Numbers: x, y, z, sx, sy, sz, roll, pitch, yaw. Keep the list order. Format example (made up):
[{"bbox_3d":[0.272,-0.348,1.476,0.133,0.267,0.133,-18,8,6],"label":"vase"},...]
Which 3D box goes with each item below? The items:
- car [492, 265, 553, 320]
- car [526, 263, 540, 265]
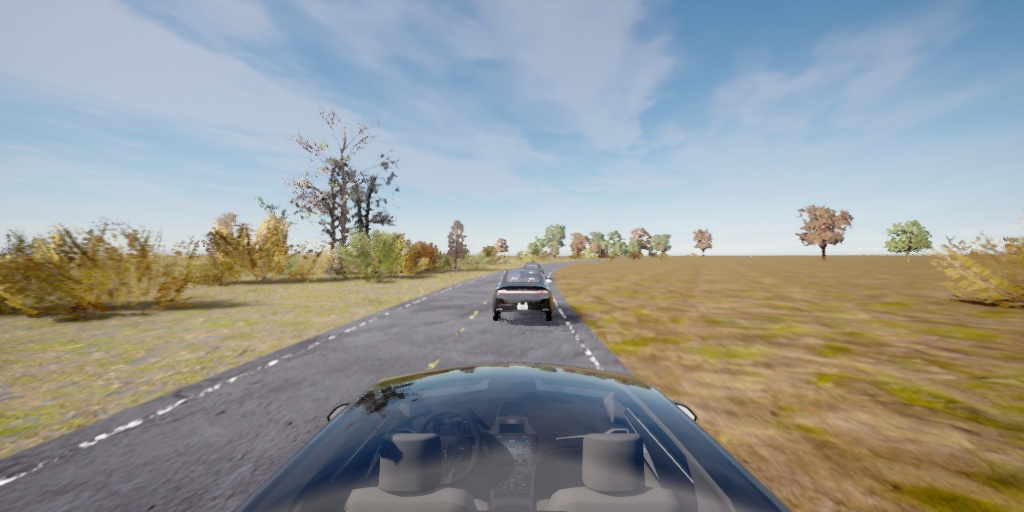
[{"bbox_3d":[0.393,1.239,12.573,2.128,1.511,4.902,0,0,2],"label":"car"},{"bbox_3d":[1.795,1.300,31.302,1.994,1.385,4.181,0,0,6],"label":"car"}]
